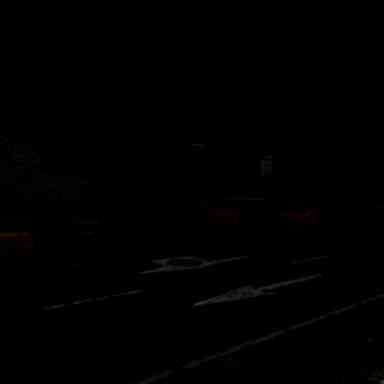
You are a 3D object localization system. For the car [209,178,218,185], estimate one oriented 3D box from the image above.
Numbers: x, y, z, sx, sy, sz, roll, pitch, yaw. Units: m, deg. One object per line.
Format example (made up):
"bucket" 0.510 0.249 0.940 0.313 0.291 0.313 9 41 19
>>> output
"car" 6.036 -1.988 68.147 2.002 1.452 4.674 7 3 35

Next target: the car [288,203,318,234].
"car" 4.992 1.415 19.906 4.553 1.767 2.185 -1 -1 35

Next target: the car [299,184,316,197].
"car" 18.159 -0.370 50.888 2.435 2.045 5.566 7 3 35

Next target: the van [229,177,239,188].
"van" 9.447 -1.709 63.099 1.878 1.987 4.442 7 3 35

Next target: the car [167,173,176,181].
"car" -2.674 -3.644 80.370 2.435 2.045 5.566 7 3 34

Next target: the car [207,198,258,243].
"car" 0.048 1.270 16.481 5.566 2.045 2.435 -1 -1 35

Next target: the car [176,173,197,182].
"car" -0.821 -3.121 78.112 1.946 1.575 5.366 7 3 34

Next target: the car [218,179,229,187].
"car" 7.870 -1.757 65.828 1.946 1.575 5.366 7 3 35

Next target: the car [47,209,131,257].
"car" -4.889 1.542 13.013 4.674 1.452 2.002 -1 -1 35

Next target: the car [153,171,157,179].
"car" -7.977 -4.309 87.648 2.435 2.045 5.566 1 -1 34

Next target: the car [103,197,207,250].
"car" -2.463 1.260 14.773 5.566 2.045 2.435 -1 -1 35

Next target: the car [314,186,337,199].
"car" 19.852 0.192 48.417 2.002 1.452 4.674 7 3 35

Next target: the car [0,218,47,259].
"car" -7.493 1.491 11.382 5.366 1.575 1.946 -1 -1 35

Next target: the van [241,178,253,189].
"van" 11.179 -1.436 60.629 1.878 1.987 4.442 7 3 35

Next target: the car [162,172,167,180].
"car" -4.471 -3.796 82.834 2.185 1.767 4.553 6 3 34

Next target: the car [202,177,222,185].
"car" 4.292 -2.262 70.607 2.002 1.452 4.674 7 3 35

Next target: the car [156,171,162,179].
"car" -6.203 -4.031 85.303 2.185 1.767 4.553 4 1 33

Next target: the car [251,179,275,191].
"car" 12.941 -0.937 58.269 2.231 1.521 4.892 7 3 35

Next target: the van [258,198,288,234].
"van" 2.585 1.304 18.154 4.442 1.987 1.878 -1 -1 35
